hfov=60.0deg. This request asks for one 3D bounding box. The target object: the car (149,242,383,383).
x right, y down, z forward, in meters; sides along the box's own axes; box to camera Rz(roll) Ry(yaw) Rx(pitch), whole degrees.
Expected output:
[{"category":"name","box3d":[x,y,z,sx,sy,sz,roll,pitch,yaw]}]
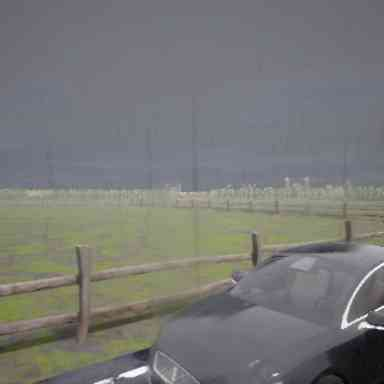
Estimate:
[{"category":"car","box3d":[1.794,1.507,4.344,4.892,1.490,1.837,-1,0,-35]}]
